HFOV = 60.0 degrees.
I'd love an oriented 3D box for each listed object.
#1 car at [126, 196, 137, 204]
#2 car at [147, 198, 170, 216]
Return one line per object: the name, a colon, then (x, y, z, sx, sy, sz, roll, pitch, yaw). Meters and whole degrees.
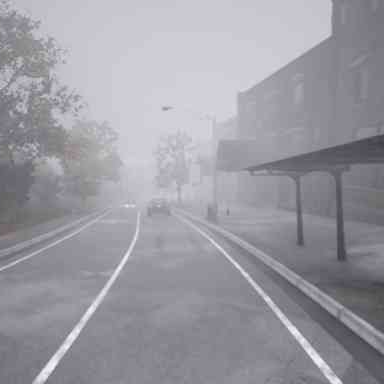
car: (-11.844, 1.598, 64.642, 2.128, 1.511, 4.902, -1, 0, -8)
car: (-3.312, 1.343, 32.536, 2.097, 1.767, 4.553, -1, 0, -8)
